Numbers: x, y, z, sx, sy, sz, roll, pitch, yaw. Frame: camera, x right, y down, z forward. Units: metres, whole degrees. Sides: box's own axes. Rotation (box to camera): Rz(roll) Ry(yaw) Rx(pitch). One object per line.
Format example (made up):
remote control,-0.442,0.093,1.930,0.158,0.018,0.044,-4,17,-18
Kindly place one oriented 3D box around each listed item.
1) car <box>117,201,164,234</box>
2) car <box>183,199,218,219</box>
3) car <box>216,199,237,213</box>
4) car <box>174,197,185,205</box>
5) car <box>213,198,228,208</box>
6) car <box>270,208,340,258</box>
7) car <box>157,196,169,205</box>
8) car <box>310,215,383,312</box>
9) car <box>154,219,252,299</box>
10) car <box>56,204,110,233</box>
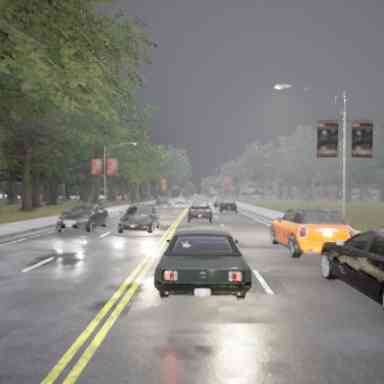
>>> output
car,-2.966,1.492,19.287,1.837,1.490,4.892,0,0,1
car,0.633,1.514,26.330,2.128,1.511,4.902,0,0,1
car,4.114,1.552,38.606,1.882,1.535,5.008,0,0,2
car,-2.049,1.617,59.850,1.812,1.442,4.674,0,0,2
car,4.307,1.672,50.421,1.994,1.385,4.181,0,0,1
car,4.477,1.385,13.016,2.097,1.767,4.553,0,0,1
car,-5.293,1.575,59.901,1.837,1.490,4.892,0,0,2
car,4.350,1.509,7.047,1.882,1.535,5.008,0,0,1
car,0.253,1.603,8.469,1.895,1.301,4.718,0,0,1
car,-6.215,1.456,19.385,2.128,1.511,4.902,0,0,1
